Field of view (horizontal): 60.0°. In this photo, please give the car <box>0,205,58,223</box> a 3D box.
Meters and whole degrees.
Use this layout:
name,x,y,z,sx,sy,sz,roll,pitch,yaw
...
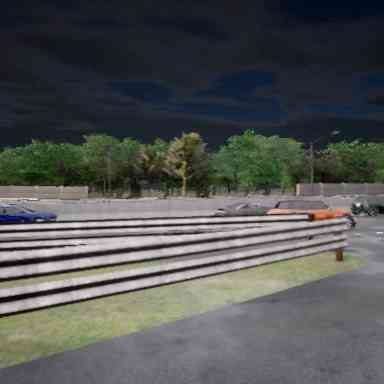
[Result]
name,x,y,z,sx,sy,sz,roll,pitch,yaw
car,-10.986,1.559,20.574,5.008,1.535,1.882,-1,0,-14

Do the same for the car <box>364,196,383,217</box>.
name,x,y,z,sx,sy,sz,roll,pitch,yaw
car,15.340,1.068,27.148,4.553,1.767,2.097,-1,0,-14

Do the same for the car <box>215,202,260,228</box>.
name,x,y,z,sx,sy,sz,roll,pitch,yaw
car,3.874,1.359,20.676,4.902,1.511,2.128,-1,0,-14

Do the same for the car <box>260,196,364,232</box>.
name,x,y,z,sx,sy,sz,roll,pitch,yaw
car,6.322,1.183,17.681,4.553,1.767,2.097,-1,0,-14
